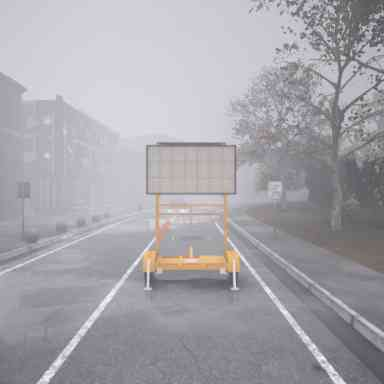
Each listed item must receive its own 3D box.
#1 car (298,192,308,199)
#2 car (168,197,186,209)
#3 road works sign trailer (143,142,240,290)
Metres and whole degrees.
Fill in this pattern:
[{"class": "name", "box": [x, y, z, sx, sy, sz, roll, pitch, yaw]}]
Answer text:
[{"class": "car", "box": [27.368, 0.822, 78.869, 4.902, 1.511, 2.128, -2, 0, -29]}, {"class": "car", "box": [-1.966, 1.511, 44.532, 1.837, 1.490, 4.892, -1, 0, 7]}, {"class": "road works sign trailer", "box": [-0.020, 0.467, 9.035, 2.380, 3.560, 2.880, 0, 0, 0]}]
